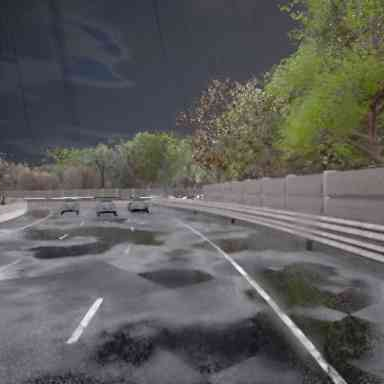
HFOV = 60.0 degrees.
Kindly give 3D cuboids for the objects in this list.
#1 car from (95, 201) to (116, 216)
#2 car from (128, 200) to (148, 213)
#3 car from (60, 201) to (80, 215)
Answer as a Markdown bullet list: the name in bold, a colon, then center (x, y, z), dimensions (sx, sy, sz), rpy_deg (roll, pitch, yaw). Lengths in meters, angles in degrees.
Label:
- **car**: center (-8.734, 1.620, 33.713), dimensions (2.033, 1.411, 5.357), rpy_deg (-1, 0, -18)
- **car**: center (-6.125, 1.604, 37.504), dimensions (1.994, 1.385, 4.181), rpy_deg (-1, 0, -16)
- **car**: center (-13.276, 1.669, 36.246), dimensions (2.033, 1.411, 5.357), rpy_deg (-1, 0, -20)
